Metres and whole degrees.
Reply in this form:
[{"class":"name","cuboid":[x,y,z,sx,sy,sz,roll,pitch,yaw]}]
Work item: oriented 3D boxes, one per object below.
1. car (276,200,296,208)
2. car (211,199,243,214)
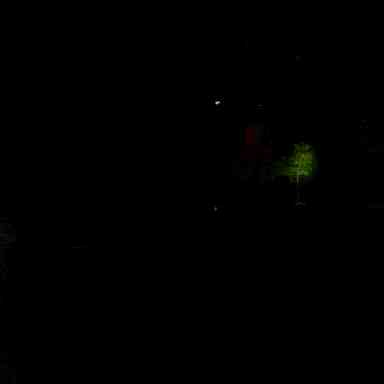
[{"class":"car","cuboid":[14.616,1.831,51.499,1.994,1.385,4.181,0,-1,36]},{"class":"car","cuboid":[3.907,1.530,36.732,2.128,1.511,4.902,0,-1,36]}]
